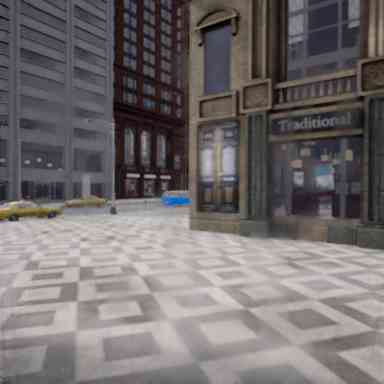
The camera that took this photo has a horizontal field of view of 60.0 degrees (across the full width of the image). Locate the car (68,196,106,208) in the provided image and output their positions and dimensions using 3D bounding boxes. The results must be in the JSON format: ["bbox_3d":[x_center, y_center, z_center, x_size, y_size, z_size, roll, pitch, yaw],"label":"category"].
[{"bbox_3d":[-11.923,0.999,37.030,1.752,1.417,4.829,2,2,36],"label":"car"}]

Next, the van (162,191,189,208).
[{"bbox_3d":[-1.587,0.777,36.733,1.690,1.788,3.998,2,2,36],"label":"van"}]

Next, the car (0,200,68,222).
[{"bbox_3d":[-11.507,1.235,23.127,1.752,1.417,4.829,2,2,36],"label":"car"}]

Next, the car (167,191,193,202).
[{"bbox_3d":[-1.803,0.637,50.914,1.967,1.590,4.097,2,2,36],"label":"car"}]
